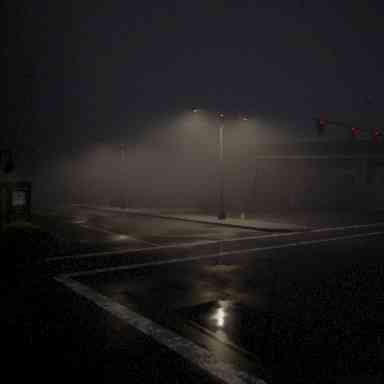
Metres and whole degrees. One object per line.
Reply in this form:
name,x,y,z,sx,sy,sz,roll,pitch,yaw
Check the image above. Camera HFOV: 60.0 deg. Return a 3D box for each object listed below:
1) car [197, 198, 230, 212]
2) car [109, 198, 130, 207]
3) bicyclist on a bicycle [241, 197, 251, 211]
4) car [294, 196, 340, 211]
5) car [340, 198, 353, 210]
car,2.401,1.477,38.216,1.882,1.535,5.008,0,0,-29
car,-11.077,1.564,50.732,1.994,1.385,4.181,0,0,-35
bicyclist on a bicycle,6.331,1.430,39.760,1.656,1.620,0.582,-6,-7,-37
car,13.908,1.295,38.118,2.242,1.667,4.611,0,0,-35
car,18.173,1.456,42.041,1.970,1.475,3.806,0,0,-35
